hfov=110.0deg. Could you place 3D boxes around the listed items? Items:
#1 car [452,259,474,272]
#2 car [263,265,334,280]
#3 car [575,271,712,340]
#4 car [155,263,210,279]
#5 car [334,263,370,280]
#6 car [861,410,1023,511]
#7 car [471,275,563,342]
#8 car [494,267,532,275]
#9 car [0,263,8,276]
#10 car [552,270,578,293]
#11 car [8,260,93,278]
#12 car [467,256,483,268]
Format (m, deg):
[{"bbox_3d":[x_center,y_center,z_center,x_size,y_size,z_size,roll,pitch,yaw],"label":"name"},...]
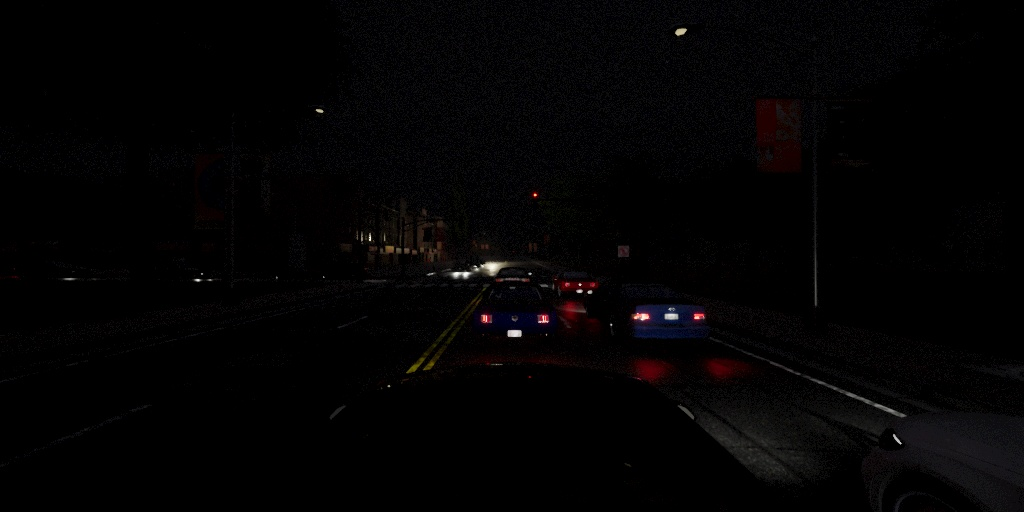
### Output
[{"bbox_3d":[-6.605,1.416,47.304,1.994,1.385,4.181,0,0,-1],"label":"car"},{"bbox_3d":[-18.094,1.449,30.270,4.718,1.301,1.895,1,0,0],"label":"car"},{"bbox_3d":[3.329,1.321,9.979,2.033,1.411,5.357,0,0,0],"label":"car"},{"bbox_3d":[-28.161,1.318,30.267,4.181,1.385,1.994,0,0,0],"label":"car"},{"bbox_3d":[-15.753,1.372,33.006,5.008,1.535,1.882,1,0,-2],"label":"car"},{"bbox_3d":[3.344,1.275,0.503,1.812,1.442,4.674,0,0,0],"label":"car"},{"bbox_3d":[0.079,1.374,9.854,1.895,1.301,4.718,0,0,0],"label":"car"},{"bbox_3d":[0.047,1.313,19.194,1.882,1.535,5.008,0,0,0],"label":"car"},{"bbox_3d":[-49.243,1.240,33.184,4.718,1.301,1.895,0,0,1],"label":"car"},{"bbox_3d":[3.298,1.439,19.622,1.895,1.301,4.718,0,0,0],"label":"car"},{"bbox_3d":[-38.557,1.154,30.285,5.008,1.535,1.882,1,0,0],"label":"car"},{"bbox_3d":[-6.592,0.970,60.730,2.150,2.045,5.566,0,0,0],"label":"car"}]
